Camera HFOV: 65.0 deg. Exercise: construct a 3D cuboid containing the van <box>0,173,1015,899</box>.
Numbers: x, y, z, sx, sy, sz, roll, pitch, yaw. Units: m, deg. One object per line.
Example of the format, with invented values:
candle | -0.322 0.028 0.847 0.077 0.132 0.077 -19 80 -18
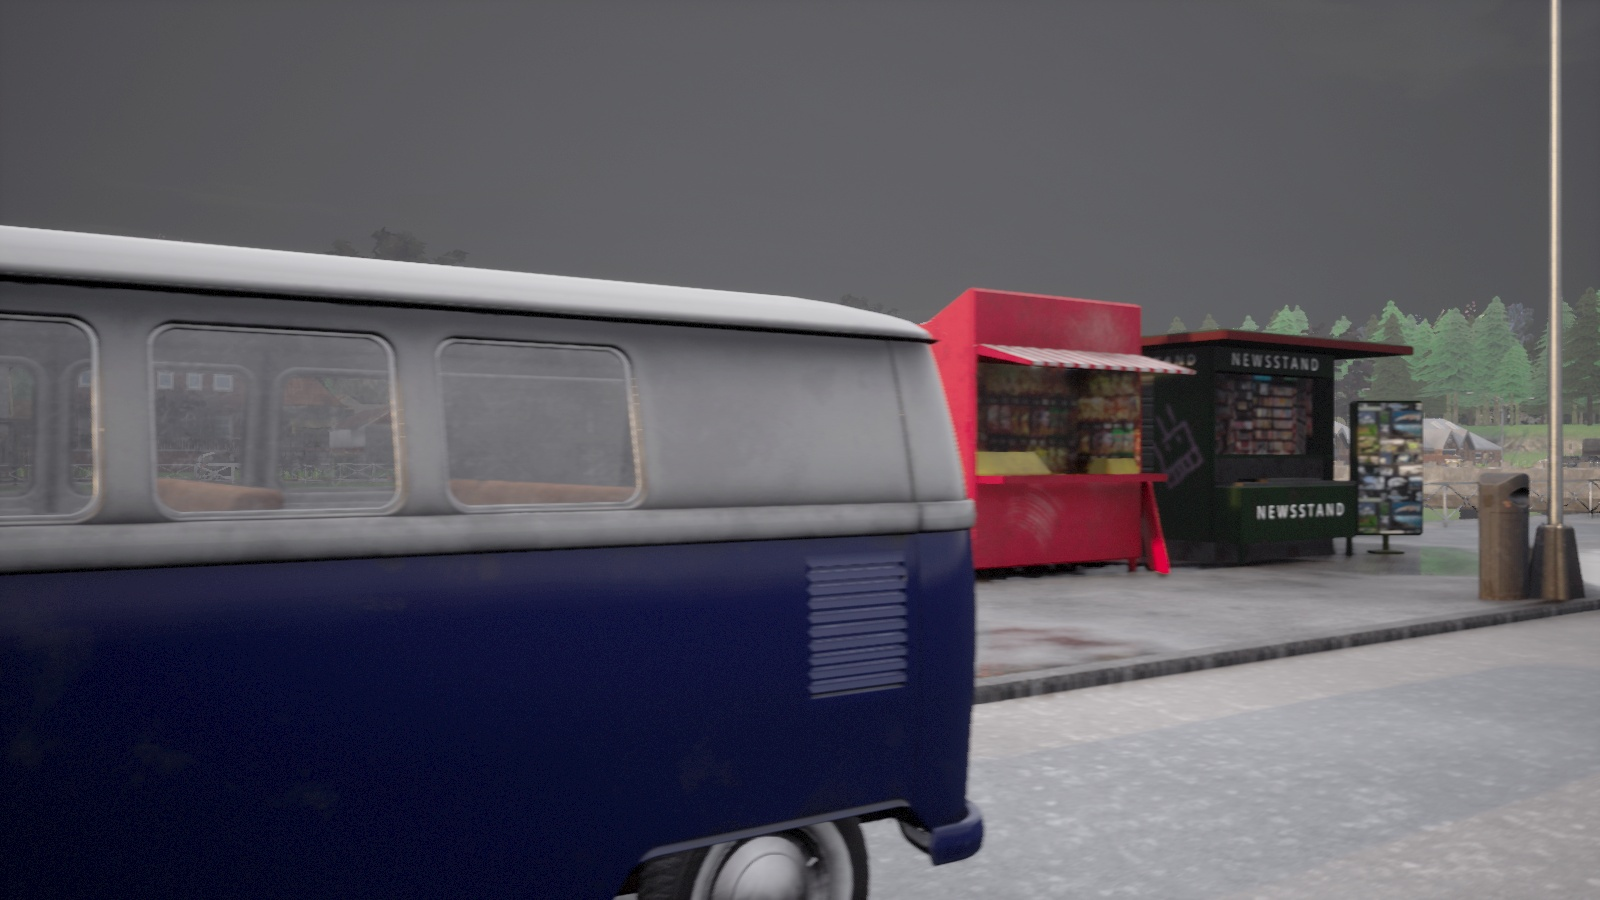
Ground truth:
van | -1.715 0.509 3.073 4.442 1.987 1.775 0 0 -35
